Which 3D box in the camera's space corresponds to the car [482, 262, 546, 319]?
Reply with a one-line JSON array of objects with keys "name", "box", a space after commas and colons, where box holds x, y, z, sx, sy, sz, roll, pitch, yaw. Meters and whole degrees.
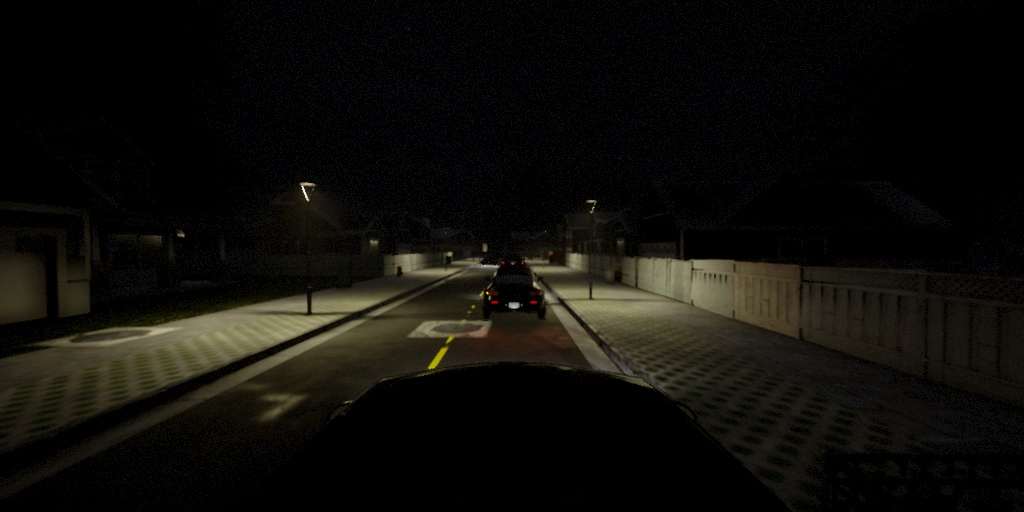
[{"name": "car", "box": [0.069, 1.091, 11.802, 1.812, 1.442, 4.674, 0, 1, 0]}]

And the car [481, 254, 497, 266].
[{"name": "car", "box": [-2.842, 0.495, 45.670, 1.994, 1.385, 4.181, 0, 1, 0]}]

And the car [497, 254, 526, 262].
[{"name": "car", "box": [0.081, 0.572, 30.474, 2.097, 1.767, 4.553, 0, 1, 0]}]
